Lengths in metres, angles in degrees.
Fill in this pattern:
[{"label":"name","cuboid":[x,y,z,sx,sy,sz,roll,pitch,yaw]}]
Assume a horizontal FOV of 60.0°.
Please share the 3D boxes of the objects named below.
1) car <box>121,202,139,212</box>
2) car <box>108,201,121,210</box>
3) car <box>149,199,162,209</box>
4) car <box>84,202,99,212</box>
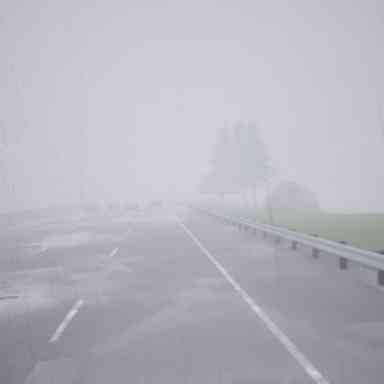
[{"label":"car","cuboid":[-8.791,2.089,48.457,1.895,1.301,4.718,-4,0,-6]},{"label":"car","cuboid":[-13.275,2.237,57.141,1.882,1.535,5.008,-4,0,-6]},{"label":"car","cuboid":[-5.581,1.786,51.190,1.837,1.490,4.892,-4,0,-6]},{"label":"car","cuboid":[-16.531,2.473,54.848,1.837,1.490,4.892,-4,0,-6]}]
